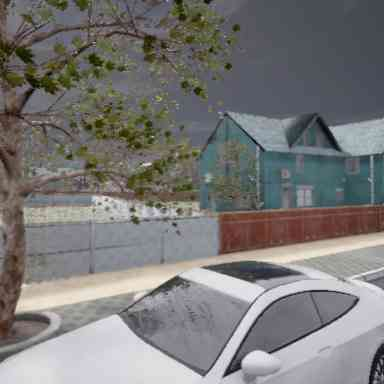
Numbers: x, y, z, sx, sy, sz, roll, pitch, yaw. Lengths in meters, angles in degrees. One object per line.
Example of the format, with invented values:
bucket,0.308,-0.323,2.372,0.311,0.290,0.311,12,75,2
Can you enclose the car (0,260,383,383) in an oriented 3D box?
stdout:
car,0.399,1.526,3.355,4.674,1.442,1.812,0,0,-36
